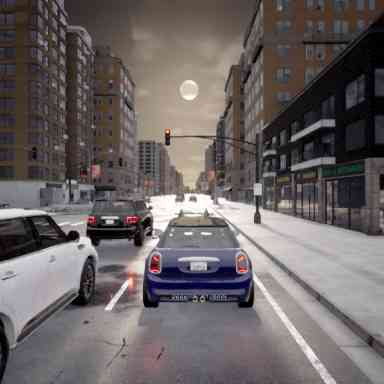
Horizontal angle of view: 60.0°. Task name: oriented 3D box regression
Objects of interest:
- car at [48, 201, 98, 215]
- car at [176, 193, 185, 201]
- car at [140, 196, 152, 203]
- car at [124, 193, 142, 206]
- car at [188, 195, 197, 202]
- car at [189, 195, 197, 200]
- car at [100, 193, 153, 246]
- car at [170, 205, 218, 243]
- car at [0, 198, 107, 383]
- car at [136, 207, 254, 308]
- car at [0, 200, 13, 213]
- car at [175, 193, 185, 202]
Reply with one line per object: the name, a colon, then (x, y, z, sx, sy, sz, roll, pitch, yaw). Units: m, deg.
car: (-12.464, 1.613, 35.112, 1.895, 1.301, 4.718, 0, 0, 39)
car: (-2.973, 1.169, 88.212, 2.150, 2.045, 5.566, 0, 0, 0)
car: (-9.535, 1.562, 68.705, 1.812, 1.442, 4.674, 0, 0, 0)
car: (-9.668, 1.246, 54.937, 2.150, 2.045, 5.566, 0, 0, 0)
car: (0.246, 1.568, 78.164, 1.812, 1.442, 4.674, 0, 0, 0)
car: (0.277, 1.496, 88.172, 1.994, 1.385, 4.181, 0, 0, 0)
car: (-3.105, 1.224, 15.286, 2.150, 2.045, 5.566, 0, 0, 0)
car: (0.108, 1.494, 17.160, 2.128, 1.511, 4.902, 0, 0, 1)
car: (-3.142, 1.222, 4.933, 2.150, 2.045, 5.566, 0, 0, 1)
car: (0.122, 1.353, 8.092, 2.097, 1.767, 4.553, 0, 0, 0)
car: (-22.038, 1.596, 35.999, 4.313, 1.339, 1.947, 0, 0, 0)
car: (-3.006, 1.583, 77.760, 2.033, 1.411, 5.357, 0, 0, 0)
